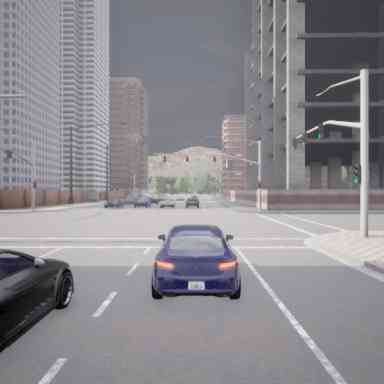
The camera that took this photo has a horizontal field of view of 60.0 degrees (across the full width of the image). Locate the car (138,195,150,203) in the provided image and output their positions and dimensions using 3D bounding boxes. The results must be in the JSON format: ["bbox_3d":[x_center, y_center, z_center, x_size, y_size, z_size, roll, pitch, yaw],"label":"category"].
[{"bbox_3d":[-10.116,1.476,70.363,1.882,1.535,5.008,0,0,1],"label":"car"}]

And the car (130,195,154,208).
[{"bbox_3d":[-7.104,1.476,48.046,1.882,1.535,5.008,0,0,1],"label":"car"}]

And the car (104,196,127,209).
[{"bbox_3d":[-10.643,1.563,45.545,1.994,1.385,4.181,0,0,1],"label":"car"}]

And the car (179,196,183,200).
[{"bbox_3d":[-2.883,1.593,83.109,1.895,1.301,4.718,0,0,1],"label":"car"}]

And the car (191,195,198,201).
[{"bbox_3d":[0.645,1.522,84.619,1.812,1.442,4.674,0,0,1],"label":"car"}]

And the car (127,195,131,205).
[{"bbox_3d":[-10.471,1.351,55.396,2.097,1.767,4.553,0,0,1],"label":"car"}]

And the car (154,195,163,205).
[{"bbox_3d":[-6.882,1.599,59.421,1.895,1.301,4.718,0,0,1],"label":"car"}]

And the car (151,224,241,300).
[{"bbox_3d":[0.093,1.526,8.296,1.812,1.442,4.674,0,0,0],"label":"car"}]

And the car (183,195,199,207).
[{"bbox_3d":[0.117,1.490,49.707,2.128,1.511,4.902,0,0,1],"label":"car"}]

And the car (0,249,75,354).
[{"bbox_3d":[-3.429,1.564,5.214,1.994,1.385,4.181,0,0,1],"label":"car"}]

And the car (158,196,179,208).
[{"bbox_3d":[-3.413,1.600,48.166,1.895,1.301,4.718,0,0,1],"label":"car"}]
